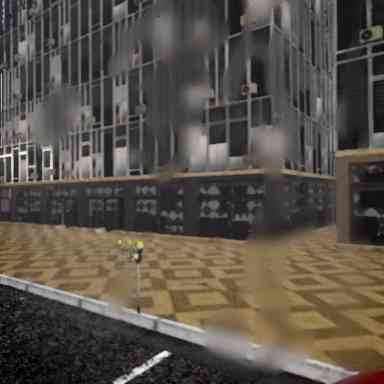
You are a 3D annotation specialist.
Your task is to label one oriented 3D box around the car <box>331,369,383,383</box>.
[{"bbox_3d":[2.595,1.527,1.026,4.507,1.381,1.887,-1,-1,35],"label":"car"}]
